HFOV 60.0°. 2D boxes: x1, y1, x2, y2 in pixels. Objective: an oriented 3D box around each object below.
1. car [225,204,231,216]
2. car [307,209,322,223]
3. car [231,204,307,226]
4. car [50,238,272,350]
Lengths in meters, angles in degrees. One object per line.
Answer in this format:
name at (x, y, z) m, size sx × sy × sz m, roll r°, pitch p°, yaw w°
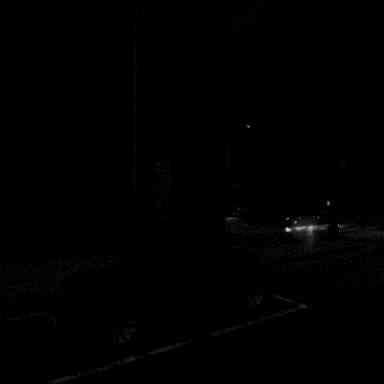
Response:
car at (2.929, 1.830, 35.265) m, size 1.895 × 1.301 × 4.718 m, roll 1°, pitch 0°, yaw -36°
car at (8.392, 1.763, 27.787) m, size 1.837 × 1.490 × 4.892 m, roll 1°, pitch 0°, yaw -36°
car at (5.810, 1.774, 25.810) m, size 2.033 × 1.411 × 5.357 m, roll 1°, pitch 0°, yaw -36°
car at (-0.319, 1.607, 6.306) m, size 4.313 × 1.339 × 1.947 m, roll 1°, pitch -1°, yaw -35°
